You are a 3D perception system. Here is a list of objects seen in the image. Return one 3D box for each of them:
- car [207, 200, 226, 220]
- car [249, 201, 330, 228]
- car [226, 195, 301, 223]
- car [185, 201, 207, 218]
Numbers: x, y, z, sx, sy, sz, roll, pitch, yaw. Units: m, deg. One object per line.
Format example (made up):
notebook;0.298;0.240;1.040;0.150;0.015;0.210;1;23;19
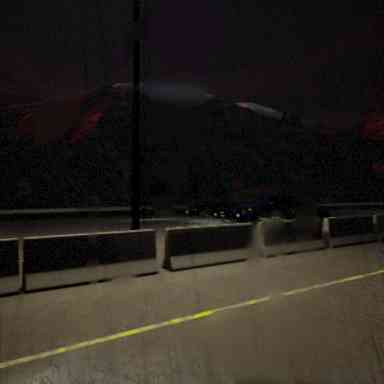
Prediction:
car;3.946;1.502;26.801;4.892;1.490;1.837;0;0;-29
car;6.194;1.498;20.036;4.902;1.511;2.128;0;0;-29
car;5.518;1.224;23.701;5.566;2.045;2.150;0;0;-29
car;1.740;1.482;29.569;4.902;1.511;2.128;0;0;-29
